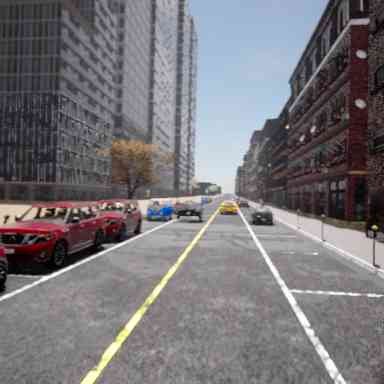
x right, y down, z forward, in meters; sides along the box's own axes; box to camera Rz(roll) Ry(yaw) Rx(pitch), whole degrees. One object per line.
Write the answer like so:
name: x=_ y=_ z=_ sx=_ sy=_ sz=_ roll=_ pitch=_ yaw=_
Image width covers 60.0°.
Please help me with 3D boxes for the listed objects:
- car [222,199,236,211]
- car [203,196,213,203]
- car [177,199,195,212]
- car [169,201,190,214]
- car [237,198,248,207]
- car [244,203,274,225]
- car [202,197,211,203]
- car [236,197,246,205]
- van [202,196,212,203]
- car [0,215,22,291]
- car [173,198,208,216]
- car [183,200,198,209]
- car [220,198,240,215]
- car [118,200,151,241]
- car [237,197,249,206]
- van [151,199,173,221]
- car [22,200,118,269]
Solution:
car: x=5.532 y=1.911 z=49.754 sx=1.882 sy=1.535 sz=5.008 roll=1 pitch=0 yaw=7
car: x=4.314 y=1.915 z=89.906 sx=2.192 sy=1.841 sz=5.009 roll=2 pitch=0 yaw=6
car: x=-0.793 y=1.780 z=44.853 sx=1.752 sy=1.417 sz=4.829 roll=2 pitch=0 yaw=6
car: x=-1.410 y=1.792 z=39.411 sx=1.802 sy=1.307 sz=4.206 roll=2 pitch=0 yaw=6
car: x=10.097 y=2.070 z=66.542 sx=1.967 sy=1.590 sz=4.097 roll=2 pitch=0 yaw=6
car: x=5.648 y=1.861 z=27.266 sx=2.008 sy=1.369 sz=4.403 roll=2 pitch=0 yaw=6
car: x=3.671 y=2.104 z=84.295 sx=1.887 sy=1.381 sz=4.507 roll=2 pitch=0 yaw=6
car: x=11.372 y=2.030 z=77.762 sx=2.192 sy=1.841 sz=5.009 roll=2 pitch=0 yaw=6
van: x=3.043 y=1.860 z=78.684 sx=1.690 sy=1.788 sz=3.998 roll=2 pitch=0 yaw=6
car: x=-5.215 y=1.352 z=5.749 sx=1.967 sy=1.590 sz=4.097 roll=2 pitch=0 yaw=6
car: x=-0.047 y=1.444 z=27.528 sx=1.994 sy=1.385 sz=4.181 roll=1 pitch=0 yaw=6
car: x=-0.140 y=1.883 z=50.632 sx=1.802 sy=1.307 sz=4.206 roll=2 pitch=0 yaw=6
car: x=4.410 y=1.829 z=39.558 sx=1.882 sy=1.535 sz=5.008 roll=1 pitch=0 yaw=7
car: x=-3.941 y=1.330 z=16.971 sx=2.192 sy=1.841 sz=5.009 roll=2 pitch=0 yaw=6
car: x=9.462 y=2.026 z=60.933 sx=1.967 sy=1.590 sz=4.097 roll=2 pitch=0 yaw=6
van: x=-2.672 y=1.455 z=28.191 sx=1.690 sy=1.788 sz=3.998 roll=2 pitch=0 yaw=6
car: x=-4.576 y=1.278 z=11.360 sx=2.192 sy=1.841 sz=5.009 roll=2 pitch=0 yaw=6
